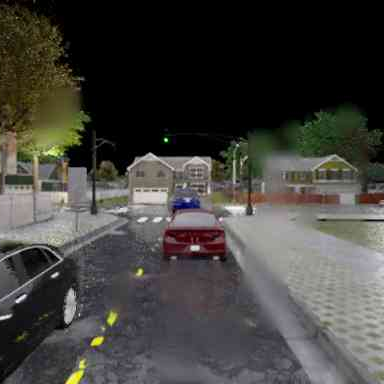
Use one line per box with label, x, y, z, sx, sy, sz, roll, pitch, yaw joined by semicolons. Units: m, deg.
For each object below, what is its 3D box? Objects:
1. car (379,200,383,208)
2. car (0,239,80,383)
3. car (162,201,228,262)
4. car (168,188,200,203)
car;24.365;1.158;38.748;4.674;1.442;1.812;0;0;1
car;-2.844;1.444;3.903;1.837;1.490;4.892;0;1;0
car;0.098;1.306;11.379;1.882;1.535;5.008;0;1;0
car;-0.731;0.734;27.590;2.150;2.045;5.566;1;1;-8
